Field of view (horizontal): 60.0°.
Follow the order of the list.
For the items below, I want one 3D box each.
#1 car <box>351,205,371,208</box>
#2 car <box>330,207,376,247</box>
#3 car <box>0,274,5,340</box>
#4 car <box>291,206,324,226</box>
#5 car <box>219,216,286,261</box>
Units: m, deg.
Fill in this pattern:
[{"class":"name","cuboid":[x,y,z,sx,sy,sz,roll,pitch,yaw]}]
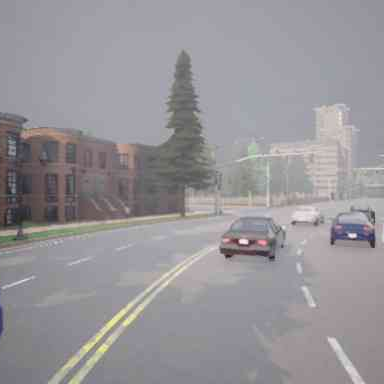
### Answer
[{"class":"car","cuboid":[13.221,1.766,26.035,2.128,1.511,4.902,0,0,30]},{"class":"car","cuboid":[7.715,1.693,16.081,1.812,1.442,4.674,0,-1,25]},{"class":"car","cuboid":[-3.414,1.211,1.660,2.150,2.045,5.566,0,0,4]},{"class":"car","cuboid":[8.894,1.767,25.550,1.812,1.442,4.674,0,0,30]},{"class":"car","cuboid":[2.519,1.657,12.980,2.033,1.411,5.357,0,0,20]}]
